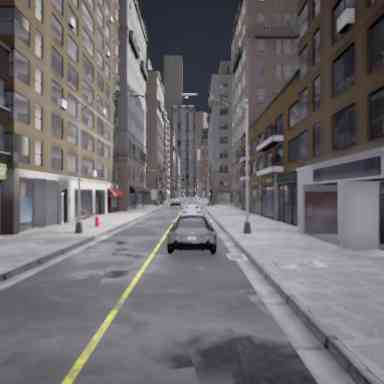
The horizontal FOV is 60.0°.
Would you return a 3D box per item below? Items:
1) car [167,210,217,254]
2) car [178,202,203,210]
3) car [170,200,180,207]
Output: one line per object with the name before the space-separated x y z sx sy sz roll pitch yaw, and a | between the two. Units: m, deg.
car | 0.008 1.701 14.269 1.994 1.385 4.181 0 0 0
car | 0.020 1.805 29.371 1.812 1.442 4.674 0 0 0
car | -2.972 2.157 61.256 1.895 1.301 4.718 0 -1 0
